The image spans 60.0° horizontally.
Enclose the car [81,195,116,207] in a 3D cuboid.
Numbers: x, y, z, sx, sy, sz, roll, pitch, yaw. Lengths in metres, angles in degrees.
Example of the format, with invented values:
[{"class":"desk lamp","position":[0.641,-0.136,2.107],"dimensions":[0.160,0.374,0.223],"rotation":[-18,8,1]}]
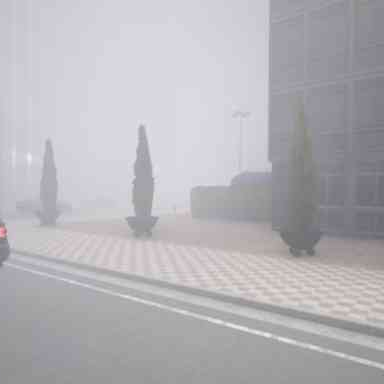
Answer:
[{"class":"car","position":[-12.306,1.208,43.883],"dimensions":[2.128,1.511,4.902],"rotation":[1,0,35]}]

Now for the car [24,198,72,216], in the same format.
[{"class":"car","position":[-13.227,1.266,30.045],"dimensions":[2.128,1.511,4.902],"rotation":[1,0,35]}]

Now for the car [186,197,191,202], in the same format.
[{"class":"car","position":[0.654,1.280,62.271],"dimensions":[1.994,1.385,4.181],"rotation":[1,0,35]}]

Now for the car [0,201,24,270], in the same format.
[{"class":"car","position":[-7.161,1.134,9.073],"dimensions":[5.566,2.045,2.150],"rotation":[1,0,36]}]
